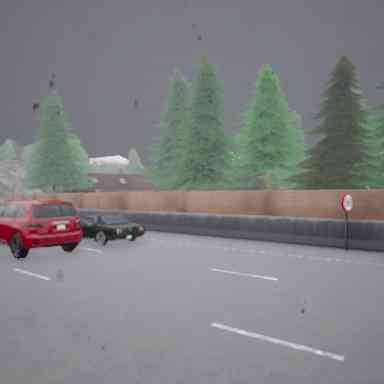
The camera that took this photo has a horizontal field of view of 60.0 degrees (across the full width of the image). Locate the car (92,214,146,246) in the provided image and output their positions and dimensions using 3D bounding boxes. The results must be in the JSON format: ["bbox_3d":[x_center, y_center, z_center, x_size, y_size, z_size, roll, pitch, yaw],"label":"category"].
[{"bbox_3d":[-4.479,1.733,16.185,4.718,1.301,1.895,-1,0,40],"label":"car"}]

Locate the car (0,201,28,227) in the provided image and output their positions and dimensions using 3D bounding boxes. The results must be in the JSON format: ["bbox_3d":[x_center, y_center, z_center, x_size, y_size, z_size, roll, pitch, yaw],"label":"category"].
[{"bbox_3d":[-14.391,1.610,25.343,2.097,1.767,4.553,0,-1,-44],"label":"car"}]

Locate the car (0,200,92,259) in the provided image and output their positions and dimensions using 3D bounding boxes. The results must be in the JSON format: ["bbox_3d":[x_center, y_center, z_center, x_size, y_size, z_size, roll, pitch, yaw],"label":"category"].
[{"bbox_3d":[-6.656,1.347,13.439,5.566,2.045,2.150,-1,0,40],"label":"car"}]
